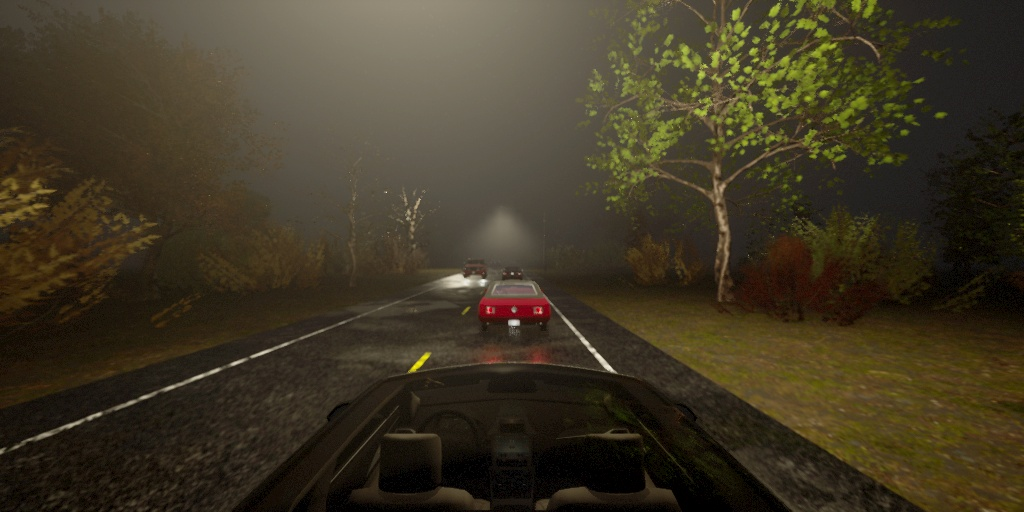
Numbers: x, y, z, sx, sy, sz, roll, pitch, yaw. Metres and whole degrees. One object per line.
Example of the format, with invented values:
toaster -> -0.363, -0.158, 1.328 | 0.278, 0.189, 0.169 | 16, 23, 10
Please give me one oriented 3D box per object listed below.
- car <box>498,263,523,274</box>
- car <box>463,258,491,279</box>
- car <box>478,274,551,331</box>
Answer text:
car -> 0.015, 1.543, 32.070 | 2.033, 1.411, 5.357 | 0, 0, 0
car -> -3.716, 1.257, 37.133 | 2.150, 2.045, 5.566 | 0, -1, 0
car -> 0.065, 1.430, 11.353 | 1.895, 1.301, 4.718 | 0, 0, 0
